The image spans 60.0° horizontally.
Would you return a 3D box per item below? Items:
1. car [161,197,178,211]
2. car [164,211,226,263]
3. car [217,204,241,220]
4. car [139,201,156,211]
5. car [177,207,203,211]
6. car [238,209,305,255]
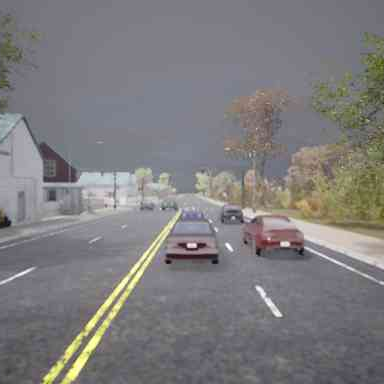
[{"bbox_3d":[-3.290,1.708,49.487,2.150,2.045,5.566,0,-1,0],"label":"car"},{"bbox_3d":[0.000,1.675,12.494,2.033,1.411,5.357,0,-1,0],"label":"car"},{"bbox_3d":[3.249,1.793,28.493,1.837,1.490,4.892,0,0,0],"label":"car"},{"bbox_3d":[-6.538,2.030,49.511,2.033,1.411,5.357,0,-1,0],"label":"car"},{"bbox_3d":[-0.004,1.885,28.231,1.895,1.301,4.718,0,-1,0],"label":"car"},{"bbox_3d":[3.262,1.667,13.888,1.812,1.442,4.674,0,0,0],"label":"car"}]
